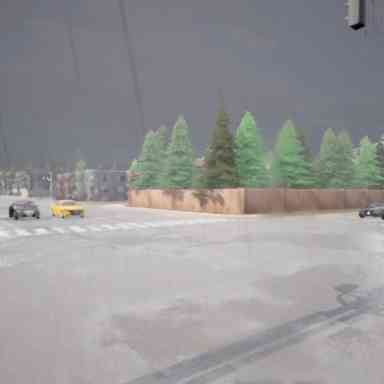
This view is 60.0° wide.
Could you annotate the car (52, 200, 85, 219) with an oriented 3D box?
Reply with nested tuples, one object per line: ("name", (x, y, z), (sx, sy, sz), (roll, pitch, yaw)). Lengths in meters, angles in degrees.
("car", (-11.098, 1.475, 29.727), (1.882, 1.535, 5.008), (0, 0, -36))

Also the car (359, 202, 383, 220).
("car", (16.051, 1.557, 28.320), (4.181, 1.385, 1.994), (0, 0, -35))

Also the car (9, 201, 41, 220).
("car", (-14.077, 1.490, 27.876), (2.128, 1.511, 4.902), (0, 0, -36))
